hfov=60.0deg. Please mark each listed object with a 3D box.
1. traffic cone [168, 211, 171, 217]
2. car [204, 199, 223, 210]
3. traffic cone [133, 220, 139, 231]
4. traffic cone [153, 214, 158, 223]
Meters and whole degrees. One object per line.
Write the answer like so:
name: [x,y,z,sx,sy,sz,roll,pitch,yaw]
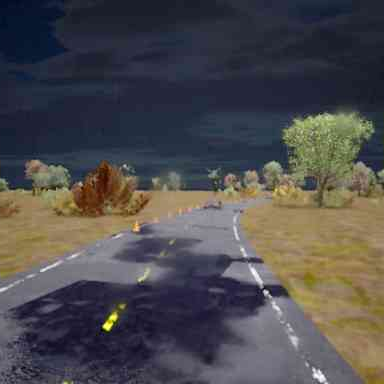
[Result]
traffic cone: [-1.980,1.937,29.407,0.340,0.580,0.340,0,0,8]
car: [2.737,1.538,41.697,1.994,1.385,4.181,0,0,12]
traffic cone: [-3.222,1.944,19.352,0.340,0.580,0.340,0,0,6]
traffic cone: [-2.663,1.941,24.387,0.340,0.580,0.340,0,0,7]
